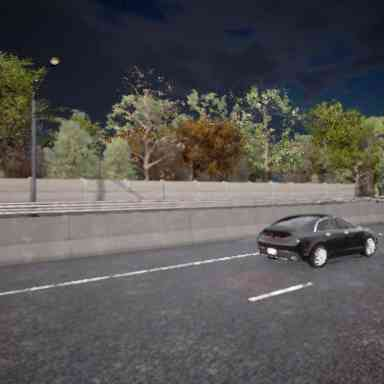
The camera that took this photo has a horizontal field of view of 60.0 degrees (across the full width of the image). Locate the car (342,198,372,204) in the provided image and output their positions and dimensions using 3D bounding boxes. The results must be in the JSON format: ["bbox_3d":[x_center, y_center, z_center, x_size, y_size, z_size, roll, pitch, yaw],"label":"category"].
[{"bbox_3d":[20.547,1.467,40.048,4.892,1.490,1.837,0,0,-36],"label":"car"}]

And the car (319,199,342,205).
[{"bbox_3d":[18.392,1.521,42.810,4.718,1.301,1.895,0,0,-35],"label":"car"}]

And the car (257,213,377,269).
[{"bbox_3d":[4.306,1.477,11.125,4.892,1.490,1.837,0,0,-36],"label":"car"}]

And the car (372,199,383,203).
[{"bbox_3d":[22.483,1.443,37.130,4.892,1.490,1.837,0,0,-35],"label":"car"}]
